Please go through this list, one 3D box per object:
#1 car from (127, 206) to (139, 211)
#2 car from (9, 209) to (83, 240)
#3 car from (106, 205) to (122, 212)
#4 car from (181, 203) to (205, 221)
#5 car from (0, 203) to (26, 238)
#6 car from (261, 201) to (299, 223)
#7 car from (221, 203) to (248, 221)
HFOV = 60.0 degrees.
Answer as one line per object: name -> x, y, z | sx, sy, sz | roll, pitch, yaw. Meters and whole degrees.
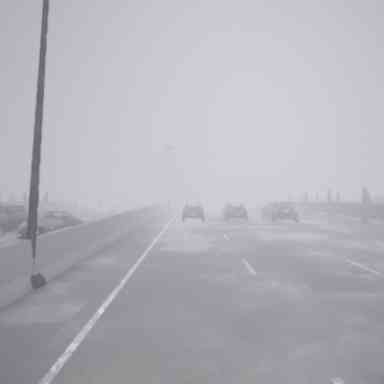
car -> -10.537, 3.297, 59.946 | 1.837, 1.490, 4.892 | 0, -7, 1
car -> -7.100, 1.657, 17.015 | 1.994, 1.385, 4.181 | 0, 0, 0
car -> -14.033, 3.156, 60.014 | 2.097, 1.767, 4.553 | 0, -7, 0
car -> 0.097, 1.646, 28.474 | 2.128, 1.511, 4.902 | 0, 0, 0
car -> -10.600, 1.451, 18.158 | 2.097, 1.767, 4.553 | 0, 0, 0
car -> 7.097, 1.499, 27.247 | 2.097, 1.767, 4.553 | 0, 0, 0
car -> 3.597, 1.646, 28.487 | 2.128, 1.511, 4.902 | 0, 0, 0
